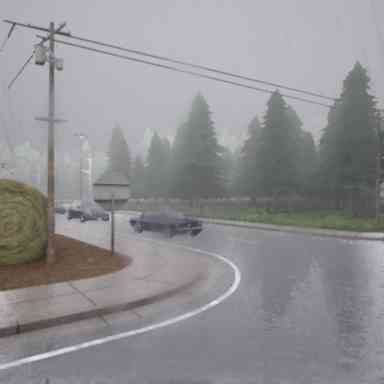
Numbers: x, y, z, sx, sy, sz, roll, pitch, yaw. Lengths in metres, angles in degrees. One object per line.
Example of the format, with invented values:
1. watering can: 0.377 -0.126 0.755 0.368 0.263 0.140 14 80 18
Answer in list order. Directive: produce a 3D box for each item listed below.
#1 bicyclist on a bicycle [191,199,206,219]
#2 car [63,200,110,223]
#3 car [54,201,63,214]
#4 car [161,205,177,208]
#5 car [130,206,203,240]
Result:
1. bicyclist on a bicycle: 0.545 1.429 27.552 1.656 1.620 0.582 0 0 -38
2. car: -8.314 1.435 26.693 2.097 1.767 4.553 0 0 -38
3. car: -14.738 1.645 34.836 1.994 1.385 4.181 0 0 -38
4. car: -2.077 1.670 24.728 1.994 1.385 4.181 0 0 -38
5. car: -1.491 1.688 18.063 1.895 1.301 4.718 0 0 -38
